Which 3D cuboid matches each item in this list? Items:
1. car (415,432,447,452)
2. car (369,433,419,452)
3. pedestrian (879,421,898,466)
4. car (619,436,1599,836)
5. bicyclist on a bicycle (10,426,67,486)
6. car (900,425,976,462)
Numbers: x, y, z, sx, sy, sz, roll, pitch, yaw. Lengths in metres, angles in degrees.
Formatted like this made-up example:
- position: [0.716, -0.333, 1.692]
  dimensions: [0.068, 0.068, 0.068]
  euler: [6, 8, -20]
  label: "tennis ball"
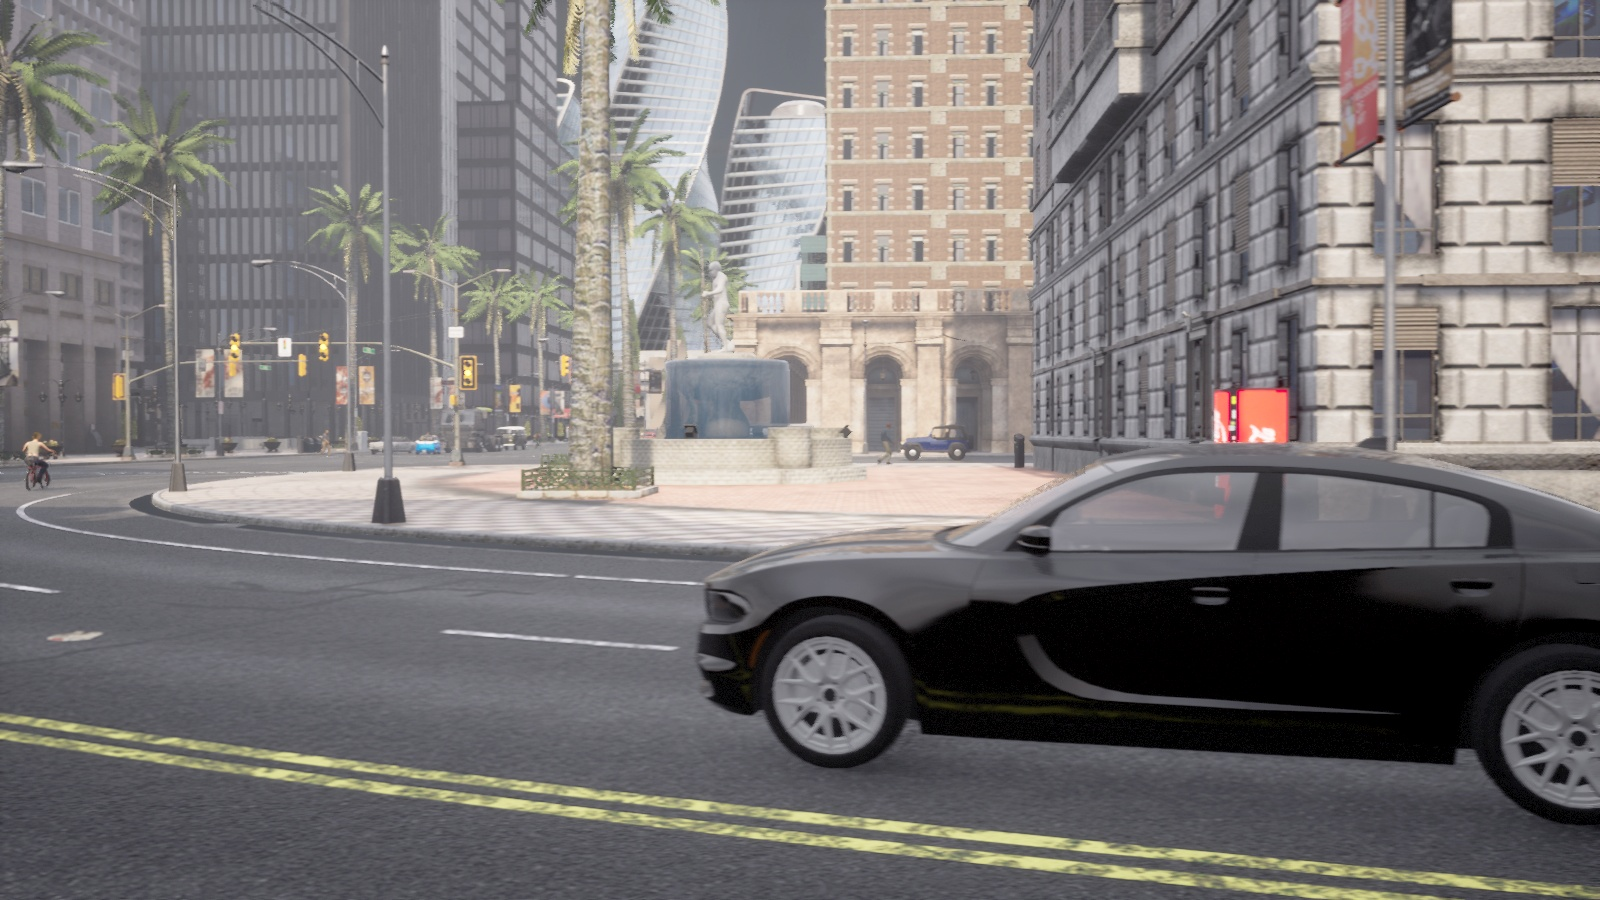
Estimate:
- position: [-25.867, -0.559, 88.003]
  dimensions: [1.481, 1.376, 2.207]
  euler: [0, 1, 3]
  label: "car"
- position: [-29.217, -0.565, 90.502]
  dimensions: [1.895, 1.301, 4.718]
  euler: [0, 1, 4]
  label: "car"
- position: [3.614, -0.282, 51.368]
  dimensions: [0.726, 1.835, 0.370]
  euler: [0, 1, -10]
  label: "pedestrian"
- position: [1.796, 0.717, 6.267]
  dimensions: [5.008, 1.535, 1.882]
  euler: [0, 1, 16]
  label: "car"
- position: [-21.167, 0.148, 34.932]
  dimensions: [0.866, 1.612, 1.509]
  euler: [1, 1, -10]
  label: "bicyclist on a bicycle"
- position: [7.212, -0.346, 65.735]
  dimensions: [3.866, 1.878, 1.905]
  euler: [0, 1, 4]
  label: "car"
